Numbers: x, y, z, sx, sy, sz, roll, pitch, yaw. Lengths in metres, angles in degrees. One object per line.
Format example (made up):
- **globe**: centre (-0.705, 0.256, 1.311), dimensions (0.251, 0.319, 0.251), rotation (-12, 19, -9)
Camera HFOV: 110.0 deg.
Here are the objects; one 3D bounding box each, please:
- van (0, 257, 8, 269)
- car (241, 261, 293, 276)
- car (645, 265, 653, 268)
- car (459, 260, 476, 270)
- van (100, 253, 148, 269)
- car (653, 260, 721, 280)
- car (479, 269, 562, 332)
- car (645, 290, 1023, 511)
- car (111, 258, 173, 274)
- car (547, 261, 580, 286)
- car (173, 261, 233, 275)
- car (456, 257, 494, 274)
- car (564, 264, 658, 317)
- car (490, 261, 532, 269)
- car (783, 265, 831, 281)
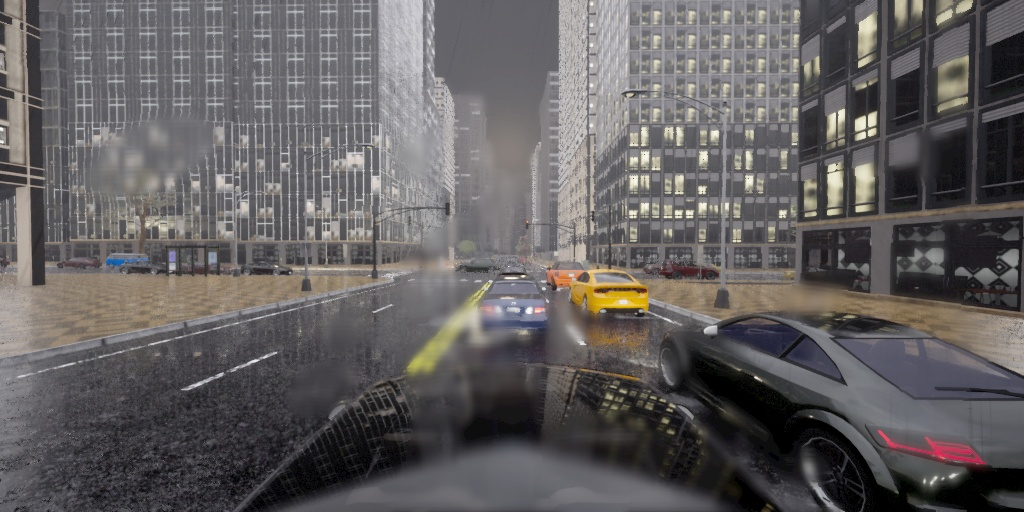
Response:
- **van**: centre (-51.199, 0.685, 33.999), dimensions (3.998, 1.789, 1.690), rotation (0, 0, 1)
- **car**: centre (-22.789, 1.172, 33.346), dimensions (4.313, 1.339, 1.948), rotation (0, 0, 1)
- **car**: centre (16.522, 1.213, 38.659), dimensions (4.553, 1.767, 2.097), rotation (0, 1, 1)
- **car**: centre (-6.687, 1.275, 54.303), dimensions (1.994, 1.385, 4.181), rotation (0, 0, 0)
- **van**: centre (-45.361, 0.602, 42.272), dimensions (3.998, 1.789, 1.690), rotation (0, 0, 1)
- **car**: centre (16.137, 1.267, 32.890), dimensions (5.009, 1.841, 2.192), rotation (0, 0, 1)
- **car**: centre (0.084, 1.293, 10.778), dimensions (2.033, 1.411, 5.357), rotation (0, 0, 1)
- **car**: centre (3.340, 1.313, 4.099), dimensions (1.994, 1.385, 4.181), rotation (0, 0, 0)
- **car**: centre (-34.154, 1.067, 33.632), dimensions (4.313, 1.339, 1.948), rotation (0, 0, 1)
- **car**: centre (3.313, 1.091, 22.189), dimensions (2.097, 1.767, 4.553), rotation (0, 0, 0)
- **car**: centre (-28.473, 1.136, 33.469), dimensions (4.207, 1.307, 1.802), rotation (0, 0, 1)
- **car**: centre (-3.700, 1.034, 38.930), dimensions (4.553, 1.767, 2.097), rotation (1, 1, 1)
- **car**: centre (3.329, 1.222, 13.184), dimensions (1.882, 1.535, 5.008), rotation (0, 0, 0)
- **car**: centre (0.066, 1.231, 20.530), dimensions (2.128, 1.511, 4.902), rotation (0, 0, 0)
- **car**: centre (27.586, 1.577, 32.714), dimensions (4.829, 1.417, 1.751), rotation (0, 0, 1)
